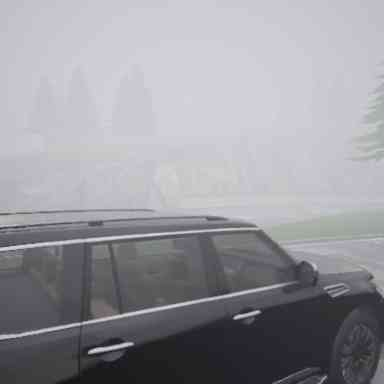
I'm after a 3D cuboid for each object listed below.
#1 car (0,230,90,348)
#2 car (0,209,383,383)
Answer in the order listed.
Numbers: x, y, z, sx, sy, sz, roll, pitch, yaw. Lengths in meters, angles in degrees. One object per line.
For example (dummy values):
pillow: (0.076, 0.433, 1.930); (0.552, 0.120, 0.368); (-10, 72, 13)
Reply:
car: (-4.478, 1.547, 4.825); (5.357, 1.411, 2.033); (0, 0, -35)
car: (-0.225, 1.206, 3.499); (5.566, 2.045, 2.150); (0, 0, -34)
